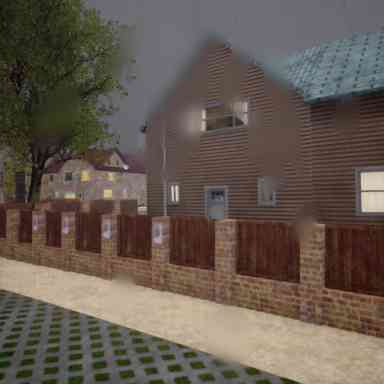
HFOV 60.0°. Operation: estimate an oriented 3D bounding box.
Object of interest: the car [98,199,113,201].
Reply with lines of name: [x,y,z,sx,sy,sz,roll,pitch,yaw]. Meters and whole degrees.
car: [-8.248,1.418,29.940,1.837,1.490,4.892,-1,0,29]
